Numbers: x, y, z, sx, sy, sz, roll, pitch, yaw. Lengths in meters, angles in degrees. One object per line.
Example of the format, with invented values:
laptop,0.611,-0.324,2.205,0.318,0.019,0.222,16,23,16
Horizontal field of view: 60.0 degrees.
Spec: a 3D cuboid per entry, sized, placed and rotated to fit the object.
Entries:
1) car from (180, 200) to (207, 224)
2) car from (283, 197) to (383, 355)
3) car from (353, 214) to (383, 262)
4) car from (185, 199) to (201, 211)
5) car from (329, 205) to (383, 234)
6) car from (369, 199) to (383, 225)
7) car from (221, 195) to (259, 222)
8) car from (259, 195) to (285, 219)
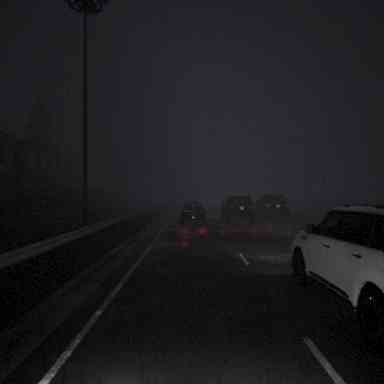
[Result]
car,0.106,1.539,25.225,2.128,1.511,4.902,0,0,0
car,3.601,1.233,6.221,2.150,2.045,5.566,0,0,0
car,7.103,1.545,10.441,1.812,1.442,4.674,0,0,0
car,0.110,1.644,41.961,1.994,1.385,4.181,0,0,0
car,10.606,1.586,20.622,2.033,1.411,5.357,0,0,0
car,14.105,1.393,22.262,2.097,1.767,4.553,0,0,0
car,3.595,1.272,26.794,2.150,2.045,5.566,0,0,0
car,7.109,1.278,30.137,2.150,2.045,5.566,0,0,0
